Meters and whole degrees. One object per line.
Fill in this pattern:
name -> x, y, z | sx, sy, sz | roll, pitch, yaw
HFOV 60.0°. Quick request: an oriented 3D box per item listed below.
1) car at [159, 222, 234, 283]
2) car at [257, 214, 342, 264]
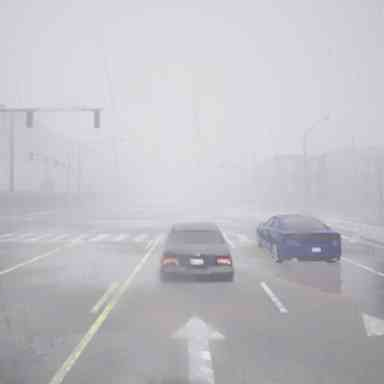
car -> 0.105, 1.595, 9.838 | 2.033, 1.411, 5.357 | 0, 0, 0
car -> 3.628, 1.536, 12.120 | 1.882, 1.535, 5.008 | 0, 0, 1
